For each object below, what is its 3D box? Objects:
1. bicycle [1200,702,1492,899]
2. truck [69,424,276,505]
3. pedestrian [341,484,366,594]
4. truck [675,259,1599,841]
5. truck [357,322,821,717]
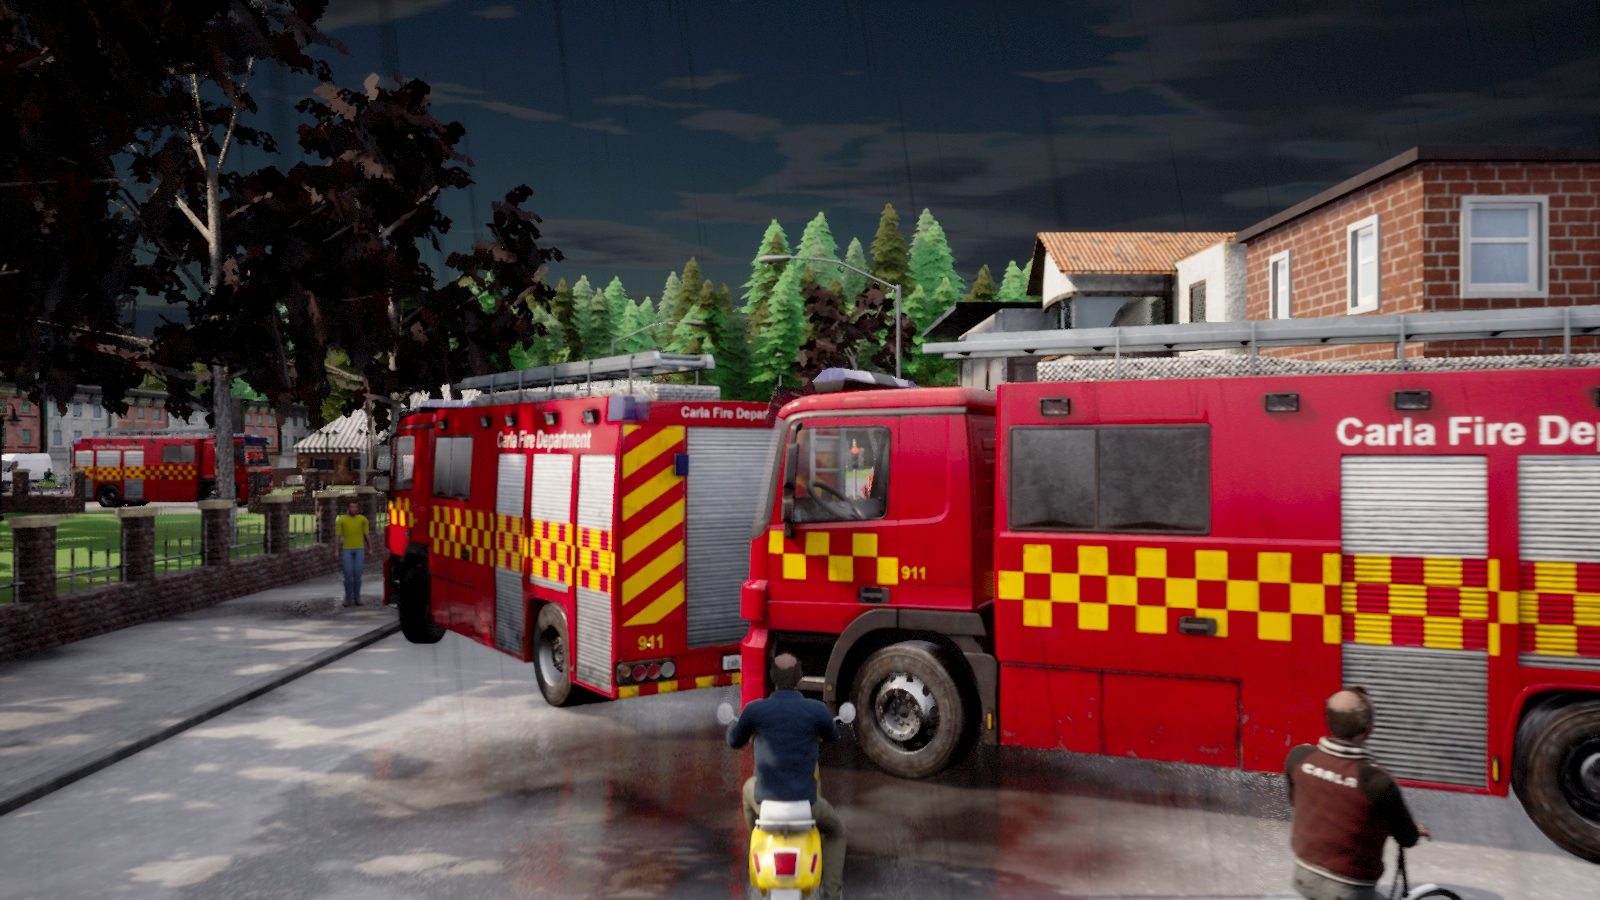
[{"bbox_3d":[2.515,1.939,5.215,1.835,1.271,0.329,0,5,-36],"label":"bicycle"},{"bbox_3d":[-30.304,0.664,55.447,8.468,3.827,2.891,0,0,0],"label":"truck"},{"bbox_3d":[-7.700,1.523,19.705,0.375,1.860,0.375,0,0,-25],"label":"pedestrian"},{"bbox_3d":[3.319,0.668,9.958,8.468,3.827,2.891,0,0,24],"label":"truck"},{"bbox_3d":[-3.383,0.670,15.385,2.891,3.827,8.468,0,0,-35],"label":"truck"}]
